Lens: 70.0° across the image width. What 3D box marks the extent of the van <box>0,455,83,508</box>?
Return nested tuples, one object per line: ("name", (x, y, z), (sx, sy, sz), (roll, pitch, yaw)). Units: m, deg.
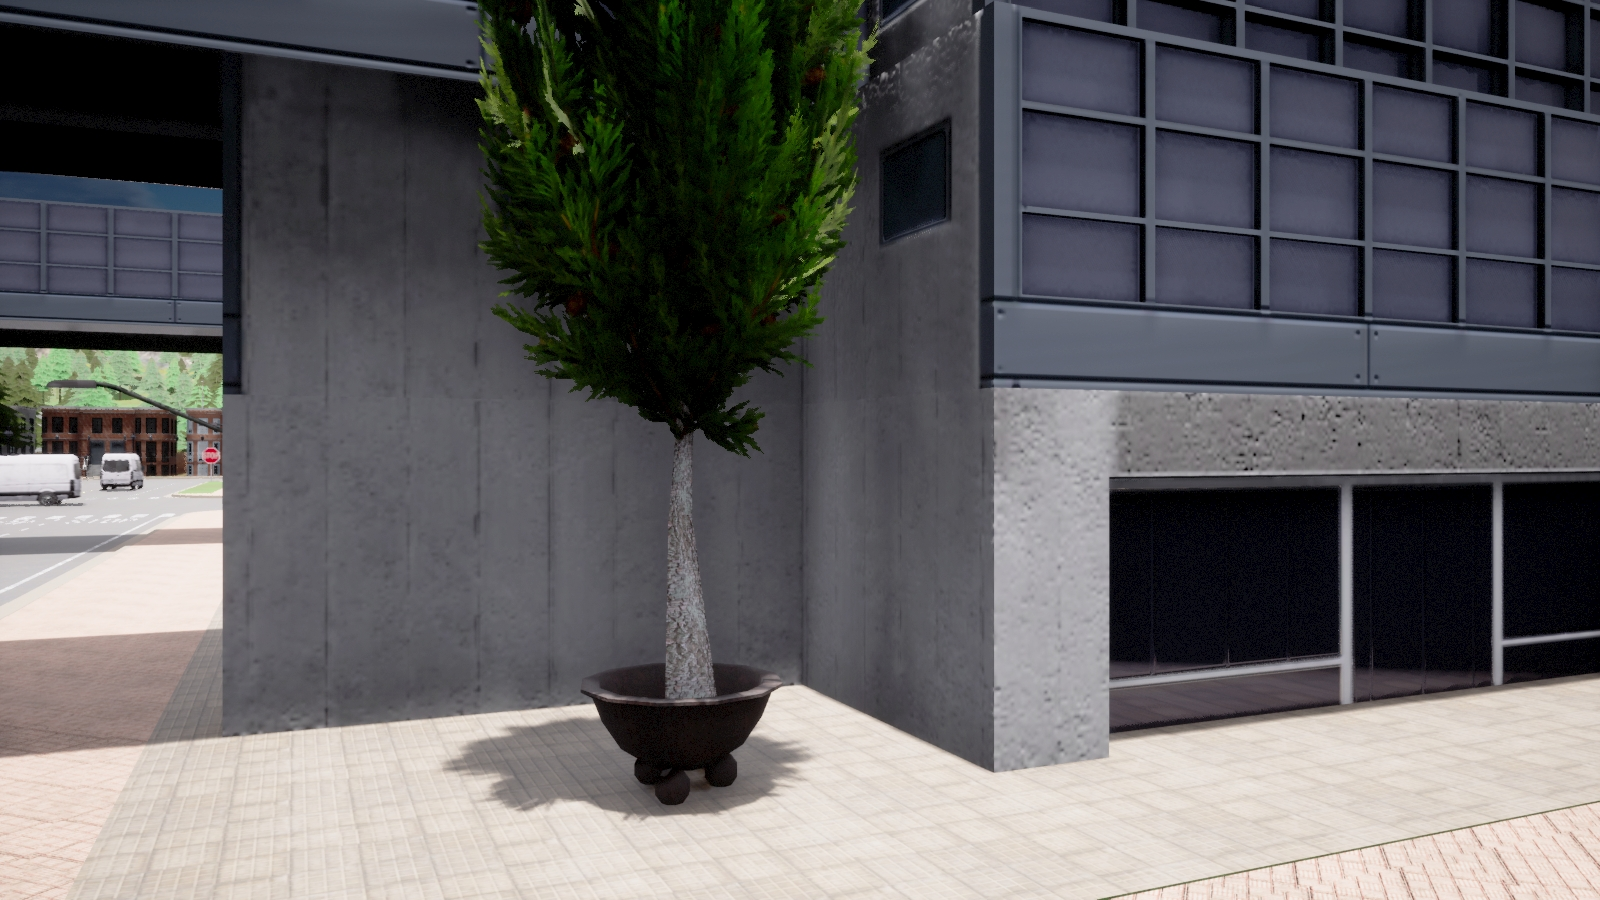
("van", (-39.254, 1.533, 56.767), (5.915, 2.561, 1.988), (0, 0, -23))
